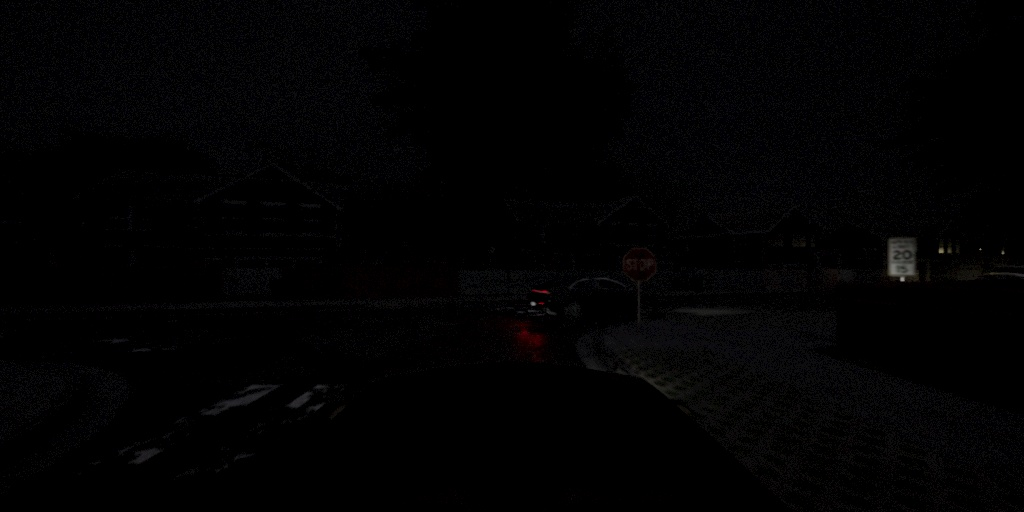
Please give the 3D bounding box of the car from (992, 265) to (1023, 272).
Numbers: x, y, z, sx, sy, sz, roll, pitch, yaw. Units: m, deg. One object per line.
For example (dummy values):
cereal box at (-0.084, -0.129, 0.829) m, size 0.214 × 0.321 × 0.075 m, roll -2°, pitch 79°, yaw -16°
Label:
car at (42.176, 1.821, 30.144) m, size 5.566 × 2.045 × 2.150 m, roll 1°, pitch -1°, yaw -20°

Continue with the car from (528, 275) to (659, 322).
car at (2.983, 1.442, 12.941) m, size 4.902 × 1.511 × 2.128 m, roll 1°, pitch -1°, yaw -20°

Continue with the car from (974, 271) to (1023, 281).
car at (32.249, 1.940, 23.598) m, size 4.674 × 1.442 × 1.812 m, roll 1°, pitch -1°, yaw -20°
